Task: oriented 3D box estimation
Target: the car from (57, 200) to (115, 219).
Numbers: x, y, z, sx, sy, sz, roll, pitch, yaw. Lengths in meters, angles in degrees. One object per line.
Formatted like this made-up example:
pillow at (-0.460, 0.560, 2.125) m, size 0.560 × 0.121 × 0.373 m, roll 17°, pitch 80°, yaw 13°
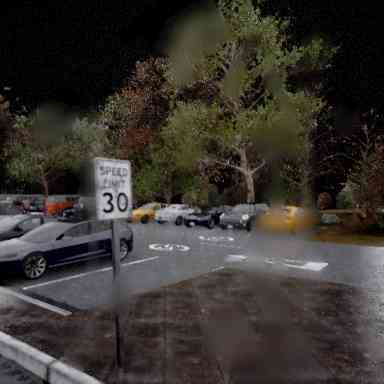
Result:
car at (-9.800, 1.560, 31.105) m, size 2.163 × 1.488 × 4.792 m, roll 0°, pitch 0°, yaw 36°

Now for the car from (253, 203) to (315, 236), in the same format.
car at (5.808, 1.603, 19.811) m, size 2.097 × 1.535 × 5.008 m, roll 0°, pitch 0°, yaw 36°

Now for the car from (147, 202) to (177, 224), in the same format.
car at (-0.818, 1.612, 24.620) m, size 2.002 × 1.452 × 4.674 m, roll 0°, pitch 0°, yaw 36°

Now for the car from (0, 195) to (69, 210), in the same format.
car at (-8.489, 1.329, 14.065) m, size 2.435 × 2.045 × 5.566 m, roll 0°, pitch 0°, yaw 36°

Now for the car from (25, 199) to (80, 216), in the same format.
car at (-14.352, 1.547, 34.478) m, size 2.163 × 1.488 × 4.792 m, roll 0°, pitch 0°, yaw 36°

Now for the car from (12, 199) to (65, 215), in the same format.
car at (-16.488, 1.548, 36.028) m, size 2.163 × 1.488 × 4.792 m, roll 0°, pitch 0°, yaw 36°

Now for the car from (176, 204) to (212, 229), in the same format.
car at (1.409, 1.612, 22.972) m, size 2.163 × 1.488 × 4.792 m, roll 0°, pitch 0°, yaw 36°

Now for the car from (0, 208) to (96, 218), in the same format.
car at (-6.257, 1.591, 12.417) m, size 2.097 × 1.535 × 5.008 m, roll 0°, pitch 0°, yaw 36°

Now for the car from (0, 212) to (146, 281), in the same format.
car at (-4.030, 1.631, 10.759) m, size 2.163 × 1.488 × 4.792 m, roll 0°, pitch 0°, yaw 36°

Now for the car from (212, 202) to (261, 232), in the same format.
car at (3.586, 1.467, 21.467) m, size 2.185 × 1.767 × 4.553 m, roll 0°, pitch 0°, yaw 36°

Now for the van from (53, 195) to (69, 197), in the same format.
van at (-12.057, 1.296, 32.922) m, size 1.878 × 1.987 × 4.442 m, roll 0°, pitch 0°, yaw 36°

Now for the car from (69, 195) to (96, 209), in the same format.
car at (-7.524, 1.290, 29.524) m, size 2.435 × 2.045 × 5.566 m, roll 0°, pitch 0°, yaw 36°

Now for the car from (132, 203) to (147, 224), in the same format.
car at (-3.167, 1.559, 26.099) m, size 1.946 × 1.575 × 5.366 m, roll 0°, pitch 0°, yaw 36°

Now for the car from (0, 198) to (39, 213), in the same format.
car at (-20.985, 1.537, 39.261) m, size 2.097 × 1.535 × 5.008 m, roll 0°, pitch 0°, yaw 36°
